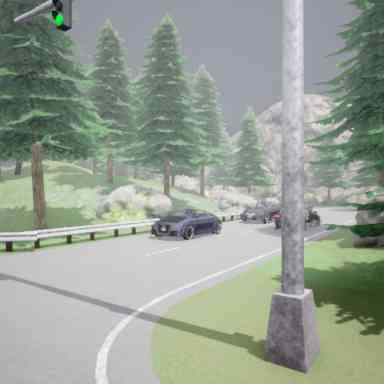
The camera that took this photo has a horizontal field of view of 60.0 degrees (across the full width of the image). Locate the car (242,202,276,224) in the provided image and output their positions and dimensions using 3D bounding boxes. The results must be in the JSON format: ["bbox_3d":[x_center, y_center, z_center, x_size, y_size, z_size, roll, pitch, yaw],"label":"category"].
[{"bbox_3d":[5.504,1.503,25.360,2.128,1.511,4.902,0,0,35],"label":"car"}]

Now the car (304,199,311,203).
[{"bbox_3d":[11.144,1.516,33.880,1.837,1.490,4.892,0,0,28],"label":"car"}]

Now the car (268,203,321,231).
[{"bbox_3d":[6.617,1.592,20.705,1.812,1.442,4.674,0,-1,35],"label":"car"}]

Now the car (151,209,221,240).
[{"bbox_3d":[-0.196,1.575,17.210,1.994,1.385,4.181,0,0,35],"label":"car"}]
